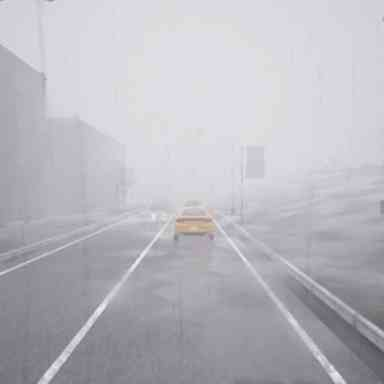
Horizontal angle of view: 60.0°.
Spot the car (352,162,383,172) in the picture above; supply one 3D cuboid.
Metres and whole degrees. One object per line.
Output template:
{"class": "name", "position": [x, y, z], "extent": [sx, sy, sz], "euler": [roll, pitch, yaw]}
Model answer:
{"class": "car", "position": [25.038, -3.365, 46.033], "extent": [2.231, 1.521, 4.892], "euler": [0, 1, -9]}

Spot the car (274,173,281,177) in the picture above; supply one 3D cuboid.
{"class": "car", "position": [21.855, -3.970, 79.143], "extent": [2.231, 1.521, 4.892], "euler": [0, 1, -1]}

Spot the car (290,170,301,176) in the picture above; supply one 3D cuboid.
{"class": "car", "position": [22.441, -3.773, 68.064], "extent": [2.097, 1.535, 5.008], "euler": [0, 1, -4]}

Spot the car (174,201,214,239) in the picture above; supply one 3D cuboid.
{"class": "car", "position": [0.098, 1.473, 17.344], "extent": [1.882, 1.535, 5.008], "euler": [0, 0, 0]}

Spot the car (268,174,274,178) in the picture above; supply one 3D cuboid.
{"class": "car", "position": [21.726, -4.049, 84.661], "extent": [2.231, 1.521, 4.892], "euler": [0, 1, -1]}

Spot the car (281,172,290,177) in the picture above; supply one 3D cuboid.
{"class": "car", "position": [22.088, -3.834, 73.601], "extent": [2.002, 1.452, 4.674], "euler": [0, 1, -3]}

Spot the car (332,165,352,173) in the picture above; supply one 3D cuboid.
{"class": "car", "position": [24.233, -3.426, 51.394], "extent": [2.002, 1.452, 4.674], "euler": [0, 1, -7]}

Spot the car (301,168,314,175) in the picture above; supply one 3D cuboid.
{"class": "car", "position": [22.910, -3.797, 62.559], "extent": [2.185, 1.767, 4.553], "euler": [0, 1, -5]}

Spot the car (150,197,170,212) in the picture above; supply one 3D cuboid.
{"class": "car", "position": [-3.593, 1.553, 37.939], "extent": [1.994, 1.385, 4.181], "euler": [0, 0, 0]}

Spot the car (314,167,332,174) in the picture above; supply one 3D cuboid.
{"class": "car", "position": [23.530, -3.537, 56.868], "extent": [2.163, 1.488, 4.792], "euler": [0, 1, -6]}
